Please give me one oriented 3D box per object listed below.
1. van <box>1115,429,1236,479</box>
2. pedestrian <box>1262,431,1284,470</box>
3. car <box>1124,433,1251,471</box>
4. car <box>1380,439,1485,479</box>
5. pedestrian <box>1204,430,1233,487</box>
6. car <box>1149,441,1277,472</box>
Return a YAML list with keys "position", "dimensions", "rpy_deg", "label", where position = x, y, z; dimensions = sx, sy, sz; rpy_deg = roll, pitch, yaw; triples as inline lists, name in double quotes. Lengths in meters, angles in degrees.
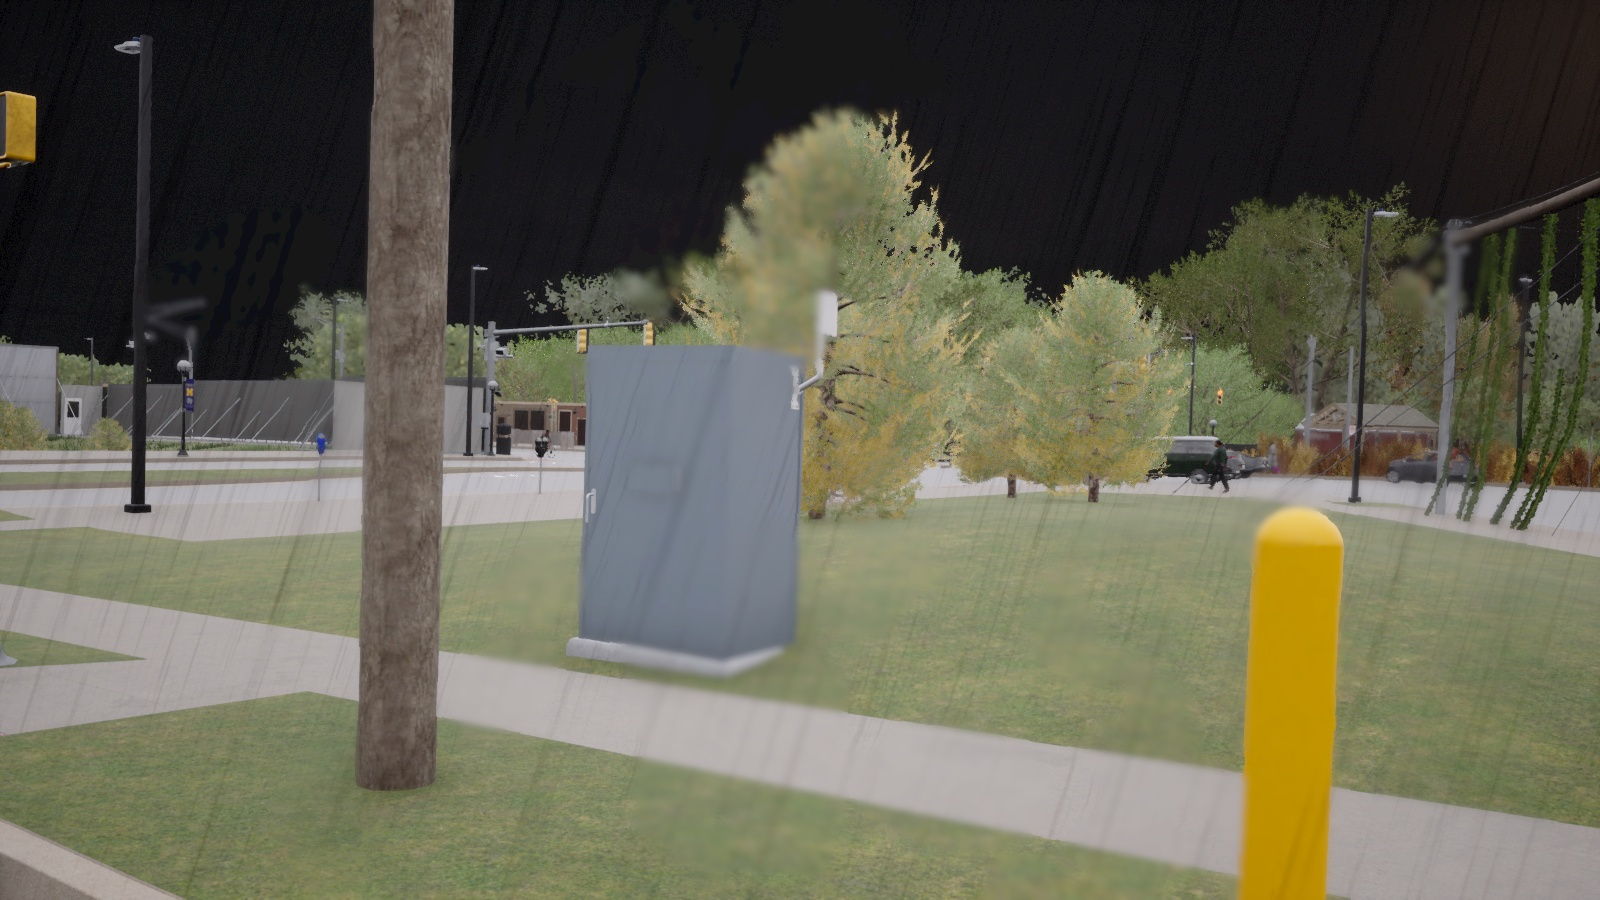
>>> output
- position: [15.405, 0.143, 51.610]
  dimensions: [4.442, 1.987, 1.775]
  rpy_deg: [0, 1, 31]
  label: "van"
- position: [24.198, 0.029, 64.273]
  dimensions: [0.873, 1.952, 0.659]
  rpy_deg: [2, 2, 31]
  label: "pedestrian"
- position: [17.394, 0.084, 56.400]
  dimensions: [5.027, 1.651, 2.152]
  rpy_deg: [0, 1, 34]
  label: "car"
- position: [26.604, 0.349, 52.924]
  dimensions: [1.845, 1.501, 3.633]
  rpy_deg: [0, 2, -20]
  label: "car"
- position: [14.526, 0.277, 43.608]
  dimensions: [0.423, 1.949, 0.788]
  rpy_deg: [-1, 2, -43]
  label: "pedestrian"
- position: [19.502, 0.293, 59.383]
  dimensions: [5.357, 1.411, 2.033]
  rpy_deg: [0, 1, 34]
  label: "car"
